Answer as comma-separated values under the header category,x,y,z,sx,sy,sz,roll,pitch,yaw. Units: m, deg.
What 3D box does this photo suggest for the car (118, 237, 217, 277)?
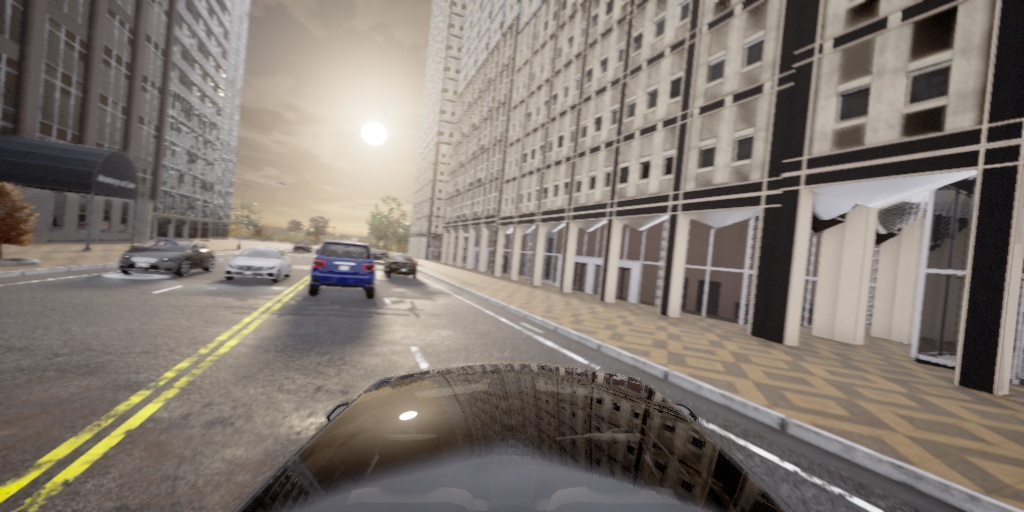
category,x,y,z,sx,sy,sz,roll,pitch,yaw
car,-14.361,-0.014,15.273,2.128,1.511,4.902,5,0,-24

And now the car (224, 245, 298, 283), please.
category,x,y,z,sx,sy,sz,roll,pitch,yaw
car,-11.239,0.317,16.206,1.812,1.442,4.674,5,0,-24

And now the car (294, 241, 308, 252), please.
category,x,y,z,sx,sy,sz,roll,pitch,yaw
car,-30.634,-1.455,52.646,2.097,1.767,4.553,5,0,-23

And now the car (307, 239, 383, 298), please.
category,x,y,z,sx,sy,sz,roll,pitch,yaw
car,-6.764,0.419,14.612,2.150,2.045,5.566,5,0,-24

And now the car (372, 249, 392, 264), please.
category,x,y,z,sx,sy,sz,roll,pitch,yaw
car,-15.699,0.041,43.021,1.837,1.490,4.892,5,0,-24

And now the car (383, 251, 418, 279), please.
category,x,y,z,sx,sy,sz,roll,pitch,yaw
car,-7.777,0.645,24.903,1.882,1.535,5.008,5,0,-24
